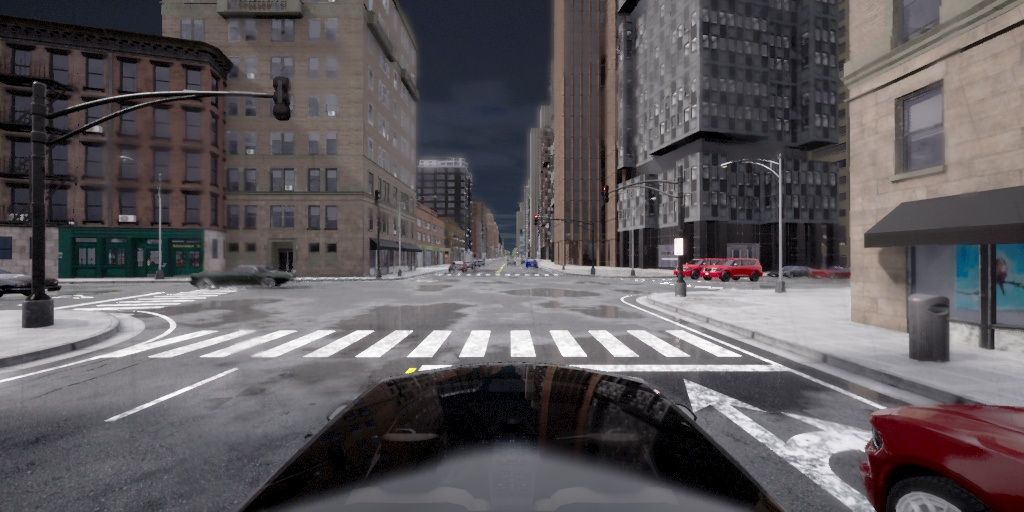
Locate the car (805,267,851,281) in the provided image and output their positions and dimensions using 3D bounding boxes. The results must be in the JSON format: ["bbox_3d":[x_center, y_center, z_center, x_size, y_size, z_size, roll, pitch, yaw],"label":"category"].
[{"bbox_3d":[32.195,1.762,35.616,4.718,1.301,1.895,1,0,-13],"label":"car"}]

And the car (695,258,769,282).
[{"bbox_3d":[19.709,1.236,32.173,5.566,2.045,2.150,1,0,-17],"label":"car"}]

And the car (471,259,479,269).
[{"bbox_3d":[-6.682,1.251,54.656,2.128,1.511,4.902,0,0,0],"label":"car"}]

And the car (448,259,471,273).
[{"bbox_3d":[-6.671,1.283,44.696,1.812,1.442,4.674,0,0,0],"label":"car"}]

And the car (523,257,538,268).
[{"bbox_3d":[3.244,1.238,60.344,1.882,1.535,5.008,0,0,0],"label":"car"}]

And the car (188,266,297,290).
[{"bbox_3d":[-15.102,1.196,20.313,4.718,1.301,1.895,1,0,-18],"label":"car"}]

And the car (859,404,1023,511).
[{"bbox_3d":[3.353,1.228,0.392,1.882,1.535,5.008,0,0,0],"label":"car"}]

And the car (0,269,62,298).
[{"bbox_3d":[-22.317,1.032,14.434,5.357,1.411,2.033,1,0,-16],"label":"car"}]

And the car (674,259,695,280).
[{"bbox_3d":[18.707,1.250,35.260,5.566,2.045,2.150,1,0,-17],"label":"car"}]

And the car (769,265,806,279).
[{"bbox_3d":[30.164,1.709,38.462,5.357,1.411,2.033,1,0,-15],"label":"car"}]

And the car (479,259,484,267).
[{"bbox_3d":[-6.672,1.325,64.618,1.994,1.385,4.181,0,0,0],"label":"car"}]
